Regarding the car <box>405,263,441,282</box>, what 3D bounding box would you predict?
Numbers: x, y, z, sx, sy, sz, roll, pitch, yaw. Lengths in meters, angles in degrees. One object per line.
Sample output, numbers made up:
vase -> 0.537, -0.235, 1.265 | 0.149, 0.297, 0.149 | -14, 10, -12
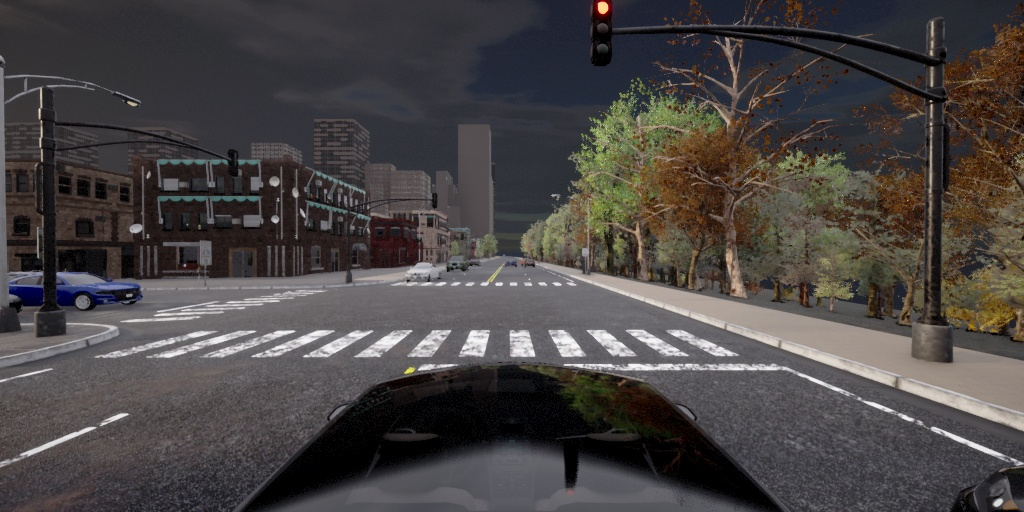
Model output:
car -> -6.951, 1.268, 28.535 | 1.812, 1.442, 4.674 | 0, 0, 3

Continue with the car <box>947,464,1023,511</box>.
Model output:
car -> 3.364, 1.314, 0.164 | 1.994, 1.385, 4.181 | 0, 0, -1

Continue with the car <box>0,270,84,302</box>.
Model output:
car -> -25.264, 1.526, 18.316 | 4.674, 1.442, 1.812 | -1, 1, 0

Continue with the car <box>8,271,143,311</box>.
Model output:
car -> -18.753, 1.435, 15.196 | 5.008, 1.535, 1.882 | -1, 1, -1

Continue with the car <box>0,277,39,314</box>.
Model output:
car -> -20.000, 1.565, 12.480 | 4.313, 1.339, 1.948 | 0, 0, 0

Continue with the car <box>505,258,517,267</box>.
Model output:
car -> -0.214, 1.078, 63.986 | 2.097, 1.767, 4.553 | 0, 0, 0

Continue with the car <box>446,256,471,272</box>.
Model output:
car -> -6.815, 0.956, 45.103 | 2.150, 2.045, 5.566 | 0, 0, 0

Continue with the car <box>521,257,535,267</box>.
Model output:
car -> 3.041, 1.231, 63.203 | 1.837, 1.490, 4.892 | 0, 0, 0
